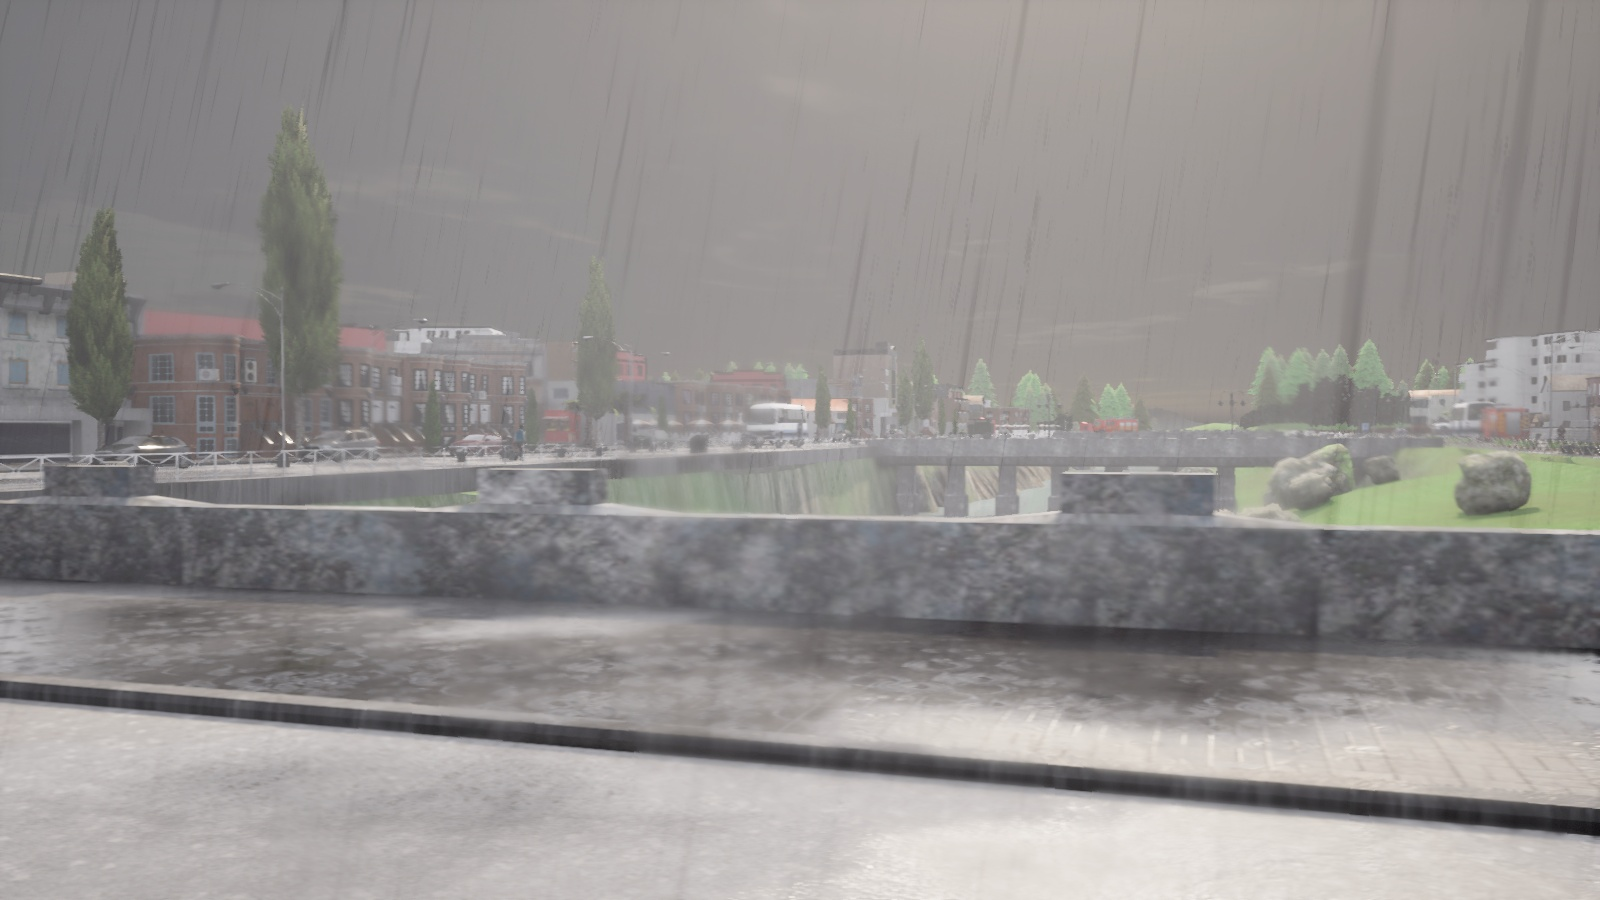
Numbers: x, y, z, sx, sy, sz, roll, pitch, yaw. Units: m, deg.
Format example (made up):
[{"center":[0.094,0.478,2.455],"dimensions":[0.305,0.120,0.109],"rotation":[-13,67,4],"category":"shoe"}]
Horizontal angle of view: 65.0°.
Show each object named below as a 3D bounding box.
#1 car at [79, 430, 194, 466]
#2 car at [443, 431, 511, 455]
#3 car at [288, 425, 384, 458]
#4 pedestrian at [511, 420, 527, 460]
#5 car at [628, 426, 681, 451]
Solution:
[{"center":[-27.881,-0.112,52.935],"dimensions":[1.816,1.474,4.193],"rotation":[1,1,19],"category":"car"},{"center":[-19.763,-0.457,77.088],"dimensions":[1.812,1.442,4.674],"rotation":[1,1,19],"category":"car"},{"center":[-23.874,-0.458,64.850],"dimensions":[2.242,1.667,4.611],"rotation":[1,1,19],"category":"car"},{"center":[-13.822,-0.505,61.770],"dimensions":[0.396,1.930,0.692],"rotation":[1,1,23],"category":"pedestrian"},{"center":[-10.608,-0.824,91.768],"dimensions":[2.097,1.767,4.553],"rotation":[1,1,19],"category":"car"}]
